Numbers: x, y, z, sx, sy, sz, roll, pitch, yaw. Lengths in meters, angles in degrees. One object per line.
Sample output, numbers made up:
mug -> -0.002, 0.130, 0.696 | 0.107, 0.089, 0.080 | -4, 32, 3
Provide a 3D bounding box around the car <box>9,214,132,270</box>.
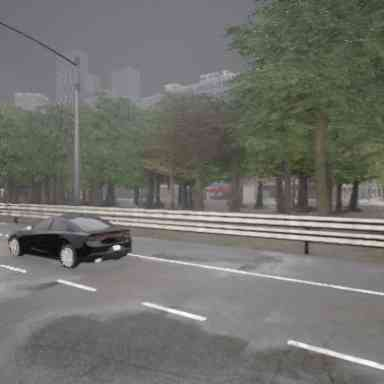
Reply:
car -> -4.217, 1.493, 11.184 | 5.008, 1.535, 1.882 | 0, 0, 36
